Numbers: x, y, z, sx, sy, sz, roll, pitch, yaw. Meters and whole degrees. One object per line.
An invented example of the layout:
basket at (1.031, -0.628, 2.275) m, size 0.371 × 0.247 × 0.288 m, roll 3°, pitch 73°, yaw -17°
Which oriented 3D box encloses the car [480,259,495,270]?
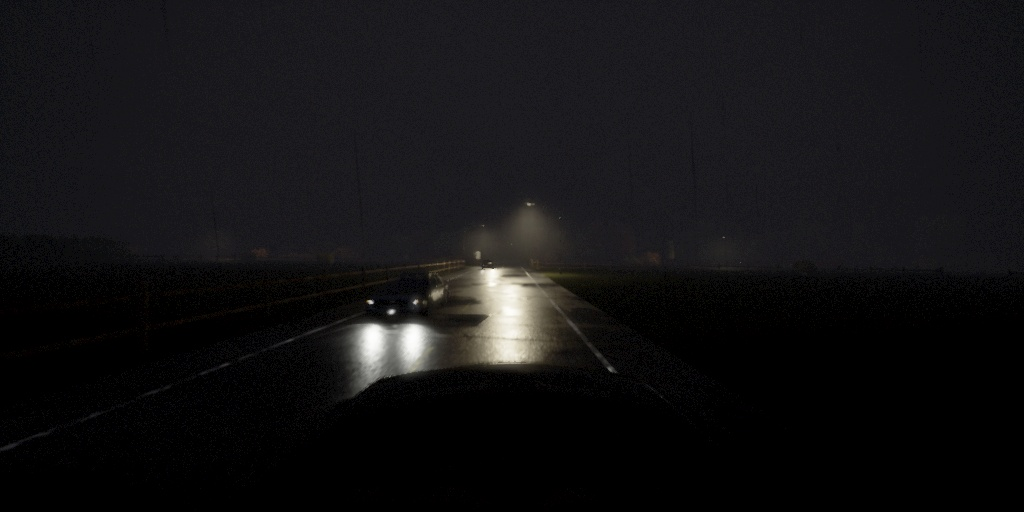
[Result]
car at (-3.578, 1.249, 53.687) m, size 1.837 × 1.490 × 4.892 m, roll 0°, pitch 0°, yaw 0°

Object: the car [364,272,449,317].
car at (-3.602, 1.295, 13.391) m, size 2.033 × 1.411 × 5.357 m, roll 0°, pitch 0°, yaw 0°
